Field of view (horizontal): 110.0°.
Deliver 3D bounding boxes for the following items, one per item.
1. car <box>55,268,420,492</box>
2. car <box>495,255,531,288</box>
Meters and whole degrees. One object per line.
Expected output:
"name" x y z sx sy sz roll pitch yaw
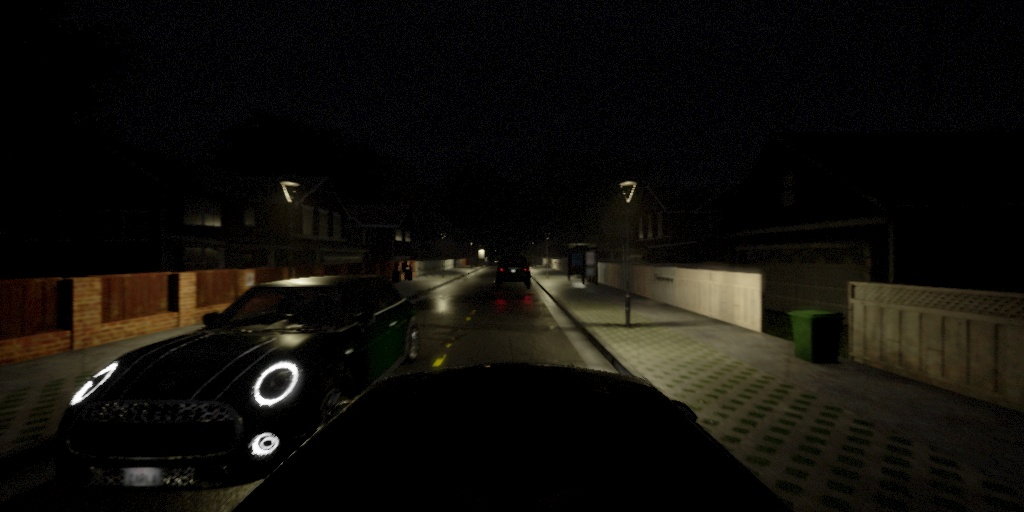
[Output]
"car" -2.827 1.101 4.995 2.097 1.767 4.553 0 0 0
"car" 0.078 0.969 23.677 2.150 2.045 5.566 0 0 0
